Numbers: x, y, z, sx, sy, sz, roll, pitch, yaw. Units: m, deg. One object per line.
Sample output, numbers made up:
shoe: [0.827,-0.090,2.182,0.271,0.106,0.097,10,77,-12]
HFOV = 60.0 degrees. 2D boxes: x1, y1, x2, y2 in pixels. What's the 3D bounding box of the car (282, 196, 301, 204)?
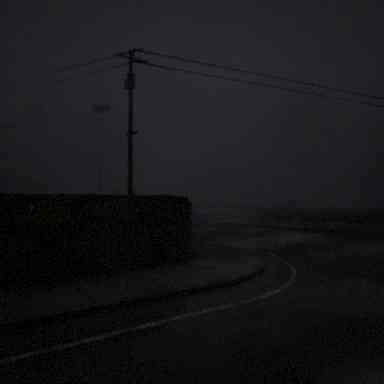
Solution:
car: [16.507,1.905,54.600,2.242,1.667,4.611,0,0,31]
